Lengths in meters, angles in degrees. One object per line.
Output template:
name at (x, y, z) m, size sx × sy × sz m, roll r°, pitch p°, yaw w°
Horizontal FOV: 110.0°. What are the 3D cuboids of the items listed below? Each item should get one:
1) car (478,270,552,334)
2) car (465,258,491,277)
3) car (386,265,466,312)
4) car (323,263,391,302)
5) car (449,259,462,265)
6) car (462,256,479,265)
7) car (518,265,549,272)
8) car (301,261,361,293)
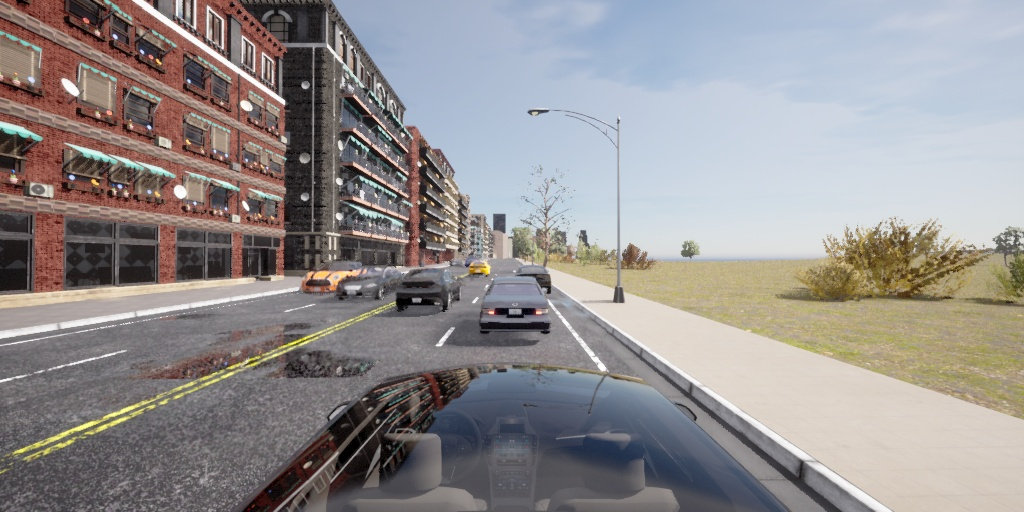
car at (0.089, 1.299, 10.597) m, size 2.033 × 1.411 × 5.357 m, roll 0°, pitch 0°, yaw 0°
car at (-3.201, 1.229, 36.187) m, size 1.882 × 1.535 × 5.008 m, roll 0°, pitch 0°, yaw 0°
car at (-3.172, 1.254, 14.357) m, size 1.837 × 1.490 × 4.892 m, roll 0°, pitch -1°, yaw 0°
car at (-6.624, 1.243, 17.261) m, size 2.128 × 1.511 × 4.902 m, roll 0°, pitch 0°, yaw 0°
car at (-9.901, 1.241, 63.461) m, size 2.128 × 1.511 × 4.902 m, roll 0°, pitch 0°, yaw 0°
car at (-6.664, 0.974, 60.685) m, size 2.150 × 2.045 × 5.566 m, roll 0°, pitch 0°, yaw 0°
car at (1.109, 1.230, 20.361) m, size 1.882 × 1.535 × 5.008 m, roll 0°, pitch 0°, yaw 0°
car at (-9.879, 1.104, 20.436) m, size 2.097 × 1.767 × 4.553 m, roll 0°, pitch 0°, yaw 0°
